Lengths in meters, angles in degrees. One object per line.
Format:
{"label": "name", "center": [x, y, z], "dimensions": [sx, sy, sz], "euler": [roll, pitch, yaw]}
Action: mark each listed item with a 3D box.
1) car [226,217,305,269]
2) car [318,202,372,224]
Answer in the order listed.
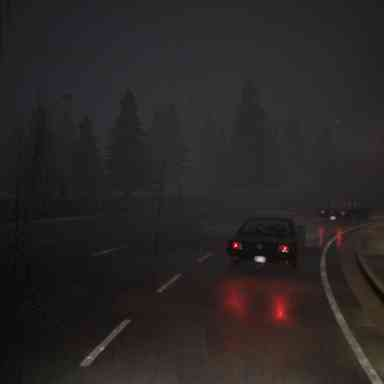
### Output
{"label": "car", "center": [2.602, 1.441, 10.742], "dimensions": [1.895, 1.301, 4.718], "euler": [0, 1, 22]}
{"label": "car", "center": [10.236, 1.279, 21.976], "dimensions": [4.718, 1.301, 1.895], "euler": [-1, 1, -45]}
